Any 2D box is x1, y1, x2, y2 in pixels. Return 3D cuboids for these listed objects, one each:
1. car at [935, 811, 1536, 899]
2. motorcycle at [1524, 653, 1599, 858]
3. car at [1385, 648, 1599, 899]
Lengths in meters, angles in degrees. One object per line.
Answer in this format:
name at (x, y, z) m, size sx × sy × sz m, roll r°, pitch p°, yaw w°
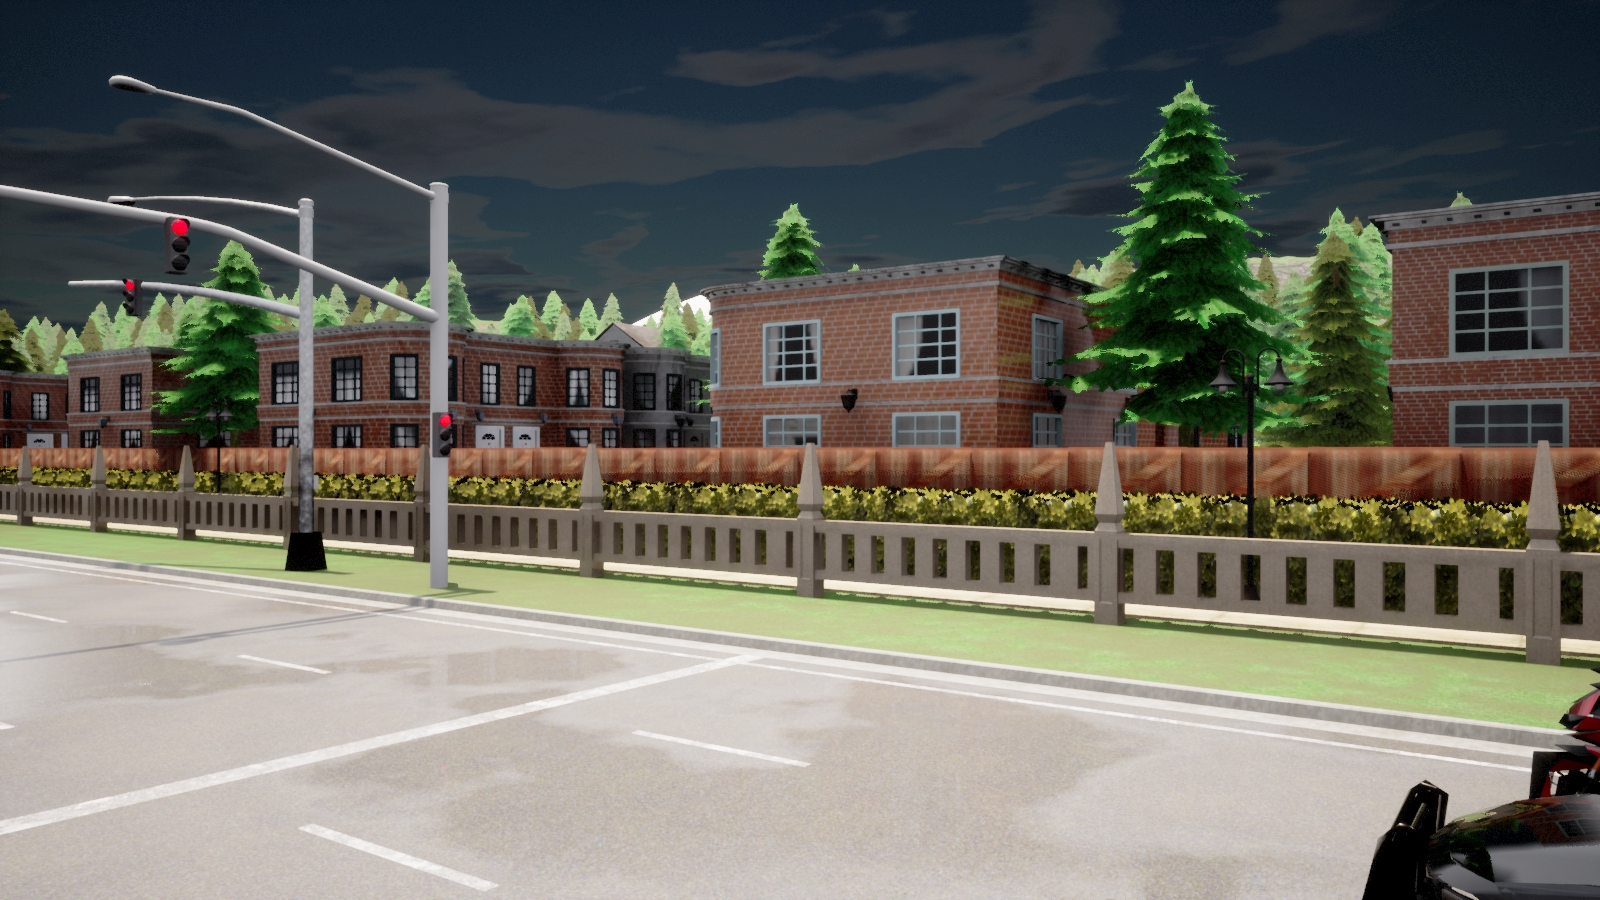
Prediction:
car at (2.178, 2.065, 2.259) m, size 4.193 × 1.474 × 1.816 m, roll 0°, pitch 0°, yaw 35°
motorcycle at (6.334, 2.205, 7.895) m, size 2.209 × 1.251 × 0.867 m, roll 0°, pitch 0°, yaw 35°
car at (5.302, 1.983, 4.345) m, size 5.238 × 1.638 × 2.097 m, roll 0°, pitch 0°, yaw 35°
